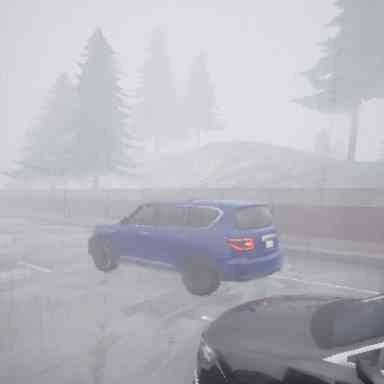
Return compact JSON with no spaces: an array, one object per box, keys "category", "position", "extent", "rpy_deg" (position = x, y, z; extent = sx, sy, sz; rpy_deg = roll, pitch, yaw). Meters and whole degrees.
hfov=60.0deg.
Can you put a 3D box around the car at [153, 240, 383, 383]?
[{"category":"car","position":[2.268,1.493,2.465],"extent":[4.902,1.511,2.128],"rpy_deg":[0,0,35]}]

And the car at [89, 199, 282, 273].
[{"category":"car","position":[-0.411,1.198,8.833],"extent":[5.566,2.045,2.150],"rpy_deg":[0,0,39]}]
